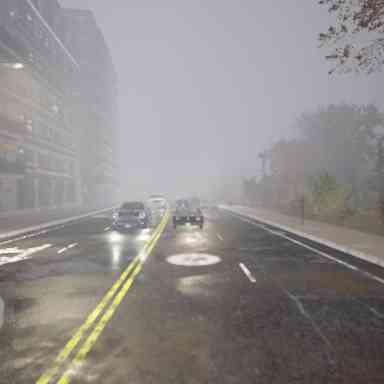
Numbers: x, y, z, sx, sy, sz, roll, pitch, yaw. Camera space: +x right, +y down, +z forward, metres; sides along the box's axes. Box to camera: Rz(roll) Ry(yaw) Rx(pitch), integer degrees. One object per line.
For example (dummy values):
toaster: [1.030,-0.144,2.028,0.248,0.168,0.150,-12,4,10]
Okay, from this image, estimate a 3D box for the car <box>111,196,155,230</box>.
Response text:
car: [-3.740,1.358,21.274,2.097,1.767,4.553,0,0,-2]

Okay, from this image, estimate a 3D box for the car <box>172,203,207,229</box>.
car: [-0.302,1.604,21.865,1.895,1.301,4.718,0,0,-2]

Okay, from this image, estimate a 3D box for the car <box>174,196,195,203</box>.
car: [-1.144,1.548,40.072,2.033,1.411,5.357,0,0,-3]

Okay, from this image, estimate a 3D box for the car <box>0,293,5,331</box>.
car: [-3.399,1.528,2.664,1.812,1.442,4.674,0,0,0]

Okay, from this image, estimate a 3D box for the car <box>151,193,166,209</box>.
car: [-4.927,1.226,46.764,2.150,2.045,5.566,0,0,-4]

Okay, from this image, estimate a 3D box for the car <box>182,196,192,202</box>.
car: [-1.237,1.573,77.538,1.895,1.301,4.718,0,0,-7]

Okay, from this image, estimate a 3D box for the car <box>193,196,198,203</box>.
car: [0.488,1.516,61.497,1.812,1.442,4.674,0,0,-5]

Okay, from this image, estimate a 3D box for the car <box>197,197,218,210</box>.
car: [2.020,1.599,41.313,1.895,1.301,4.718,0,0,-3]
